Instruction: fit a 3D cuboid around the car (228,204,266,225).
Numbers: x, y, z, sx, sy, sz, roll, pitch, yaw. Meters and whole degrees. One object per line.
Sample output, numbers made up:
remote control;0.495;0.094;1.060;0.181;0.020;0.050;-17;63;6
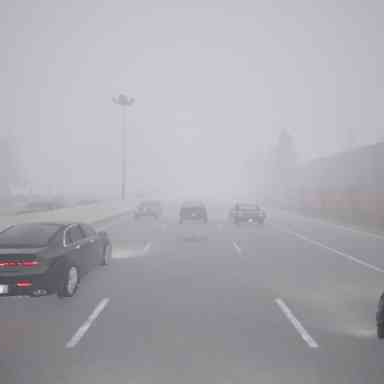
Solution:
car;3.600;1.447;22.635;1.895;1.301;4.718;0;0;0

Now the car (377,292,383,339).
car;3.604;1.332;2.747;2.097;1.767;4.553;0;0;0

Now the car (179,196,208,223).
car;0.097;1.315;23.948;1.882;1.535;5.008;0;0;0

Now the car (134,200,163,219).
car;-3.401;1.367;26.655;2.033;1.411;5.357;0;0;0

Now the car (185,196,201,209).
car;0.093;1.247;41.212;1.812;1.442;4.674;0;1;0

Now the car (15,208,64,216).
car;-10.597;1.346;23.388;1.837;1.490;4.892;0;0;0

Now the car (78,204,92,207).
car;-14.075;1.219;45.210;1.812;1.442;4.674;0;0;0

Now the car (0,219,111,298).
car;-3.399;1.448;8.318;1.837;1.490;4.892;0;0;0
